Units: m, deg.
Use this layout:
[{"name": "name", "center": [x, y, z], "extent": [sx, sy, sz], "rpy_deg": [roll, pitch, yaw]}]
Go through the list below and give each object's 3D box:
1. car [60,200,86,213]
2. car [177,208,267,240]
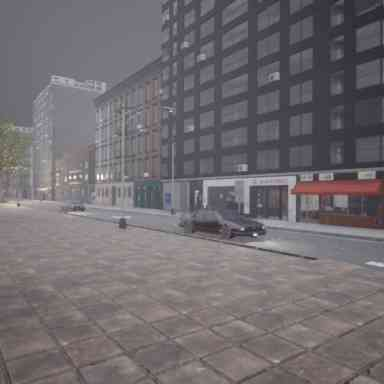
[{"name": "car", "center": [-13.739, 1.614, 38.228], "extent": [1.994, 1.385, 4.181], "rpy_deg": [0, 0, -35]}, {"name": "car", "center": [1.329, 1.556, 17.273], "extent": [2.033, 1.411, 5.357], "rpy_deg": [0, 0, -36]}]
